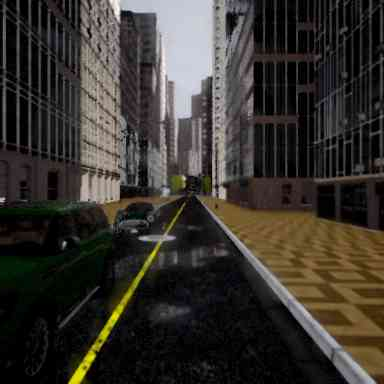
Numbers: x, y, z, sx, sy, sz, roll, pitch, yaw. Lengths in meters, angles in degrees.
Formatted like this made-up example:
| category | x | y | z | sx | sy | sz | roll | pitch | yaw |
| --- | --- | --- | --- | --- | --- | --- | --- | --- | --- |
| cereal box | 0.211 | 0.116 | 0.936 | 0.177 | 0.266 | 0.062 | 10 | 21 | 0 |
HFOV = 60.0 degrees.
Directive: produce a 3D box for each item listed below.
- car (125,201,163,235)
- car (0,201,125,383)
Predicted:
| category | x | y | z | sx | sy | sz | roll | pitch | yaw |
| --- | --- | --- | --- | --- | --- | --- | --- | --- | --- |
| car | -2.798 | 1.305 | 18.350 | 2.097 | 1.767 | 4.553 | 0 | 0 | 1 |
| car | -2.840 | 1.206 | 5.608 | 2.150 | 2.045 | 5.566 | 0 | 0 | 0 |
